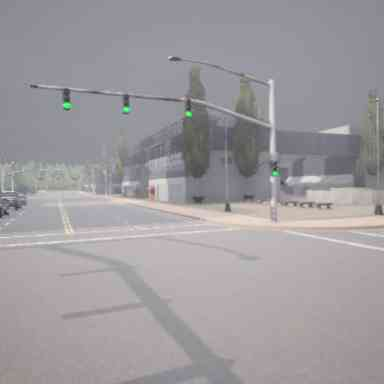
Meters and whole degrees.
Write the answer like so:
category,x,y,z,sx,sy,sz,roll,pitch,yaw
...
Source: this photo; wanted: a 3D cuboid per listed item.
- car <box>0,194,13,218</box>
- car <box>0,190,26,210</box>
category,x,y,z,sx,sy,sz,roll,pitch,yaw
car,-16.245,1.264,27.220,1.882,1.535,5.008,-1,1,-22
car,-19.974,0.907,36.387,2.150,2.045,5.566,-1,1,-22
